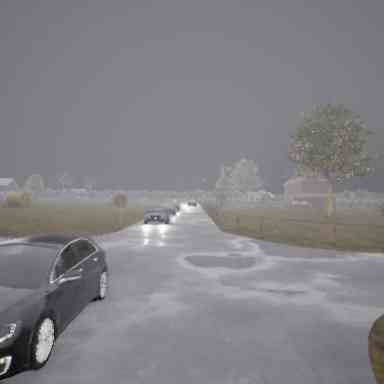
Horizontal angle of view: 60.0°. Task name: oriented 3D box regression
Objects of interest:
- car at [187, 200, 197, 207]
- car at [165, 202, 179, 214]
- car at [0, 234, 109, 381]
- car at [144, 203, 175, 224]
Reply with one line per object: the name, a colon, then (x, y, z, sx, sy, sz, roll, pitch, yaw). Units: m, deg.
car: (0.017, 2.353, 68.421, 1.882, 1.535, 5.008, 0, -1, 0)
car: (-2.835, 1.966, 39.319, 1.882, 1.535, 5.008, 0, -1, 0)
car: (-2.826, 1.583, 5.853, 1.837, 1.490, 4.892, 0, -1, 0)
car: (-2.837, 1.911, 28.092, 1.994, 1.385, 4.181, 0, -1, 1)
